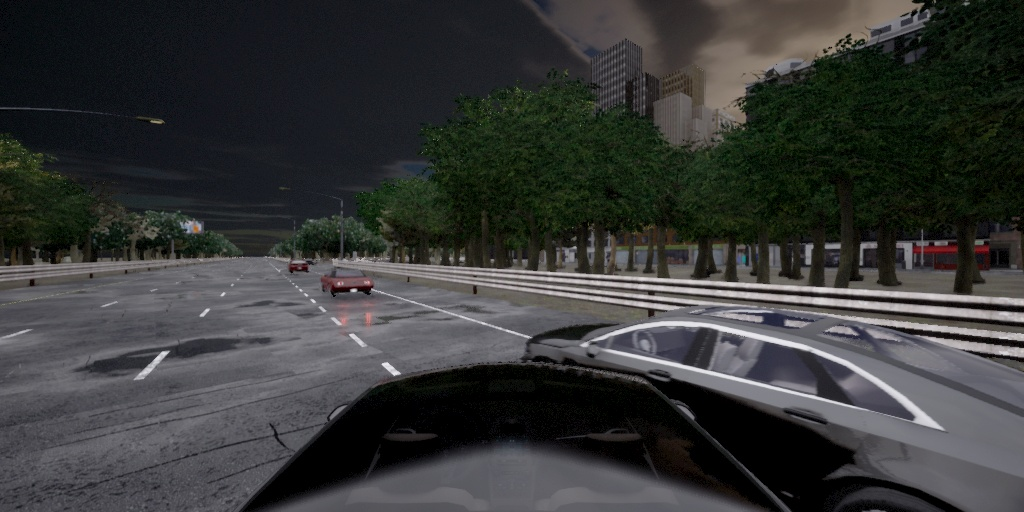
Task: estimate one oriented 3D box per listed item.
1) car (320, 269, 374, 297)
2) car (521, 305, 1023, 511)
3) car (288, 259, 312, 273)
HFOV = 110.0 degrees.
[{"bbox_3d":[-8.868,1.348,19.009,1.895,1.301,4.718,0,0,-35],"label":"car"},{"bbox_3d":[1.986,1.242,3.480,2.128,1.511,4.902,0,0,-35],"label":"car"},{"bbox_3d":[-25.927,1.233,43.434,1.882,1.535,5.008,0,0,-35],"label":"car"}]
